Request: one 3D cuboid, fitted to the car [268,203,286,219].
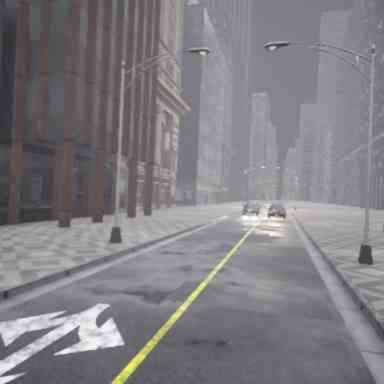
[{"bbox_3d":[9.385,2.211,36.740,1.895,1.301,4.718,2,0,15],"label":"car"}]

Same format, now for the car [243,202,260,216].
[{"bbox_3d":[7.403,2.046,41.196,2.128,1.511,4.902,2,0,15],"label":"car"}]

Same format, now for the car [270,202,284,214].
[{"bbox_3d":[12.267,2.298,47.850,1.837,1.490,4.892,2,0,15],"label":"car"}]
